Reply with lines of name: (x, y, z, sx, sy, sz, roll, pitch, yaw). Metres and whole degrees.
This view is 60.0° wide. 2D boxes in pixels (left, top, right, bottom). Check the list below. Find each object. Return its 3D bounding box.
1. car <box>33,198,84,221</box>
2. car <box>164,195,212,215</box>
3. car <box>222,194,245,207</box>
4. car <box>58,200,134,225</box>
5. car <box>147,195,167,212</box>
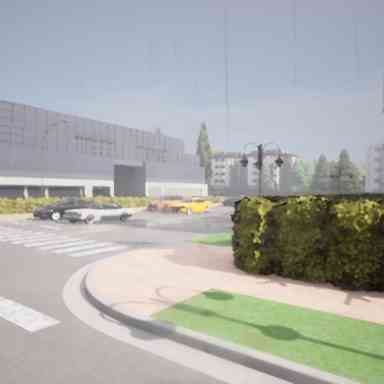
car: (-9.139, 1.250, 24.509, 1.837, 1.490, 4.892, 1, 1, 37)
car: (-0.054, 1.267, 31.170, 1.882, 1.535, 5.008, 1, 1, 36)
car: (5.931, 1.096, 45.754, 2.097, 1.767, 4.553, 1, 1, 34)
car: (-6.201, 1.391, 22.456, 1.895, 1.301, 4.718, 1, 1, 34)
car: (-2.473, 1.098, 33.808, 2.097, 1.767, 4.553, 1, 0, 35)
